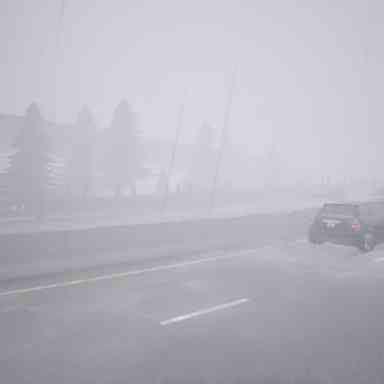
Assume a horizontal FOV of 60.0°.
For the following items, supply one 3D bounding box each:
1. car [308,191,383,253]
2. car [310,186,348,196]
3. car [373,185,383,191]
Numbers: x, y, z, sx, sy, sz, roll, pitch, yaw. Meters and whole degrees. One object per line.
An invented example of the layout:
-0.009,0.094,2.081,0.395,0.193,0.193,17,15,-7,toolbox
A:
6.522,1.056,12.698,4.553,1.767,2.097,-3,2,-35,car
14.899,0.101,36.109,5.008,1.535,1.882,-4,2,-35,car
21.615,-0.120,36.592,4.181,1.385,1.994,-4,2,-35,car
